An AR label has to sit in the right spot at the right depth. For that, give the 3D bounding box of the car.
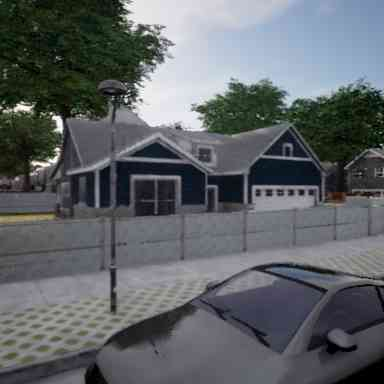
[{"bbox_3d":[1.055,1.542,3.552,4.181,1.385,1.994,0,1,-31],"label":"car"}]
